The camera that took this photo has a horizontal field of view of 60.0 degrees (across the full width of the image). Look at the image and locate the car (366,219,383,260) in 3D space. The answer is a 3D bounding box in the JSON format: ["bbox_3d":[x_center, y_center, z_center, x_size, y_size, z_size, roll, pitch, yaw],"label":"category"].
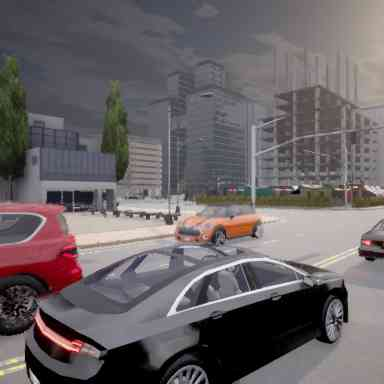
[{"bbox_3d":[7.324,1.547,11.326,2.033,1.411,5.357,0,0,43],"label":"car"}]

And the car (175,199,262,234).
[{"bbox_3d":[1.335,1.352,15.333,2.097,1.767,4.553,0,0,43],"label":"car"}]

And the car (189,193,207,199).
[{"bbox_3d":[1.916,1.395,74.523,1.970,1.475,3.806,0,0,43],"label":"car"}]

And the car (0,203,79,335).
[{"bbox_3d":[-4.583,1.221,5.106,5.566,2.045,2.150,0,0,-37],"label":"car"}]

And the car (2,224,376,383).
[{"bbox_3d":[0.401,1.492,4.617,4.902,1.511,2.128,0,0,-41],"label":"car"}]

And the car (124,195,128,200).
[{"bbox_3d":[-16.487,1.153,92.049,1.932,1.855,4.605,0,0,43],"label":"car"}]

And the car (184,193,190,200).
[{"bbox_3d":[-0.175,1.156,76.525,1.905,1.878,3.866,0,0,43],"label":"car"}]

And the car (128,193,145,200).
[{"bbox_3d":[-14.426,1.156,90.016,1.905,1.878,3.866,0,0,43],"label":"car"}]
